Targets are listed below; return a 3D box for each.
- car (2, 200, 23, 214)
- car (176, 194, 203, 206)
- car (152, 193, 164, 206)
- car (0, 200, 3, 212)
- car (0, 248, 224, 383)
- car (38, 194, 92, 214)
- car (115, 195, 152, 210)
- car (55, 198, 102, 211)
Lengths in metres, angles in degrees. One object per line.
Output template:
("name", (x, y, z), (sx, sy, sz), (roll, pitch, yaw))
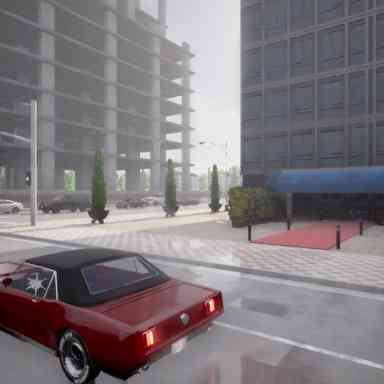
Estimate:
("car", (-19.761, 1.526, 33.986), (1.812, 1.442, 4.674), (0, 0, 36))
("car", (-0.953, 1.547, 54.088), (2.033, 1.411, 5.357), (0, 0, 36))
("car", (-5.460, 1.222, 53.832), (2.150, 2.045, 5.566), (0, 0, 36))
("car", (-15.463, 1.505, 21.638), (1.837, 1.490, 4.892), (0, 0, 36))
("car", (-1.963, 1.601, 5.380), (4.718, 1.301, 1.895), (0, 0, 35))
("car", (-13.771, 1.221, 36.317), (2.150, 2.045, 5.566), (0, 0, 36))
("car", (-7.998, 1.505, 44.330), (1.837, 1.490, 4.892), (0, 0, 36))
("car", (-14.158, 1.547, 41.768), (2.033, 1.411, 5.357), (0, 0, 36))
